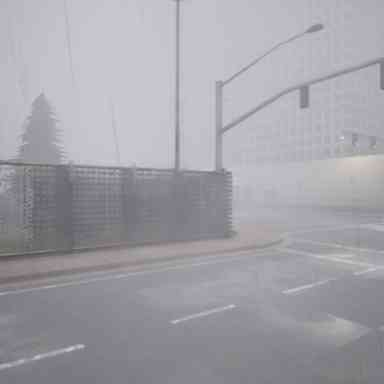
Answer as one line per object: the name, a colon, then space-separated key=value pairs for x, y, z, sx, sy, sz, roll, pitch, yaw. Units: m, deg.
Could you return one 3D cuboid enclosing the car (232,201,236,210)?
car: x=3.522 y=1.523 z=42.955 sx=1.882 sy=1.535 sz=5.008 roll=0 pitch=0 yaw=-35
